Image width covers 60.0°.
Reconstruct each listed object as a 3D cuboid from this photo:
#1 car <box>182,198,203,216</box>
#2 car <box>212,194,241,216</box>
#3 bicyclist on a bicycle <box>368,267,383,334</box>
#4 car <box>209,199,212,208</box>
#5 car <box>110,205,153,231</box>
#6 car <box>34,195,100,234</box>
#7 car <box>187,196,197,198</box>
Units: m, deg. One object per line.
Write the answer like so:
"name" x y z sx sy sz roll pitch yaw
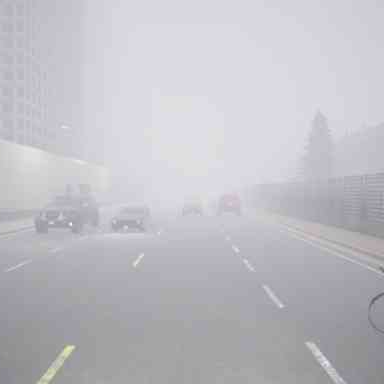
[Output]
"car" 0.044 1.593 32.813 1.895 1.301 4.718 0 0 0
"car" 3.480 1.215 32.822 2.150 2.045 5.566 0 0 1
"bicyclist on a bicycle" 3.584 1.445 5.261 1.656 1.620 0.582 -2 0 0
"car" 3.480 1.514 46.897 1.812 1.442 4.674 0 0 0
"car" -3.563 1.542 20.652 2.033 1.411 5.357 0 0 1
"car" -7.073 1.218 19.532 2.150 2.045 5.566 0 0 0
"car" -0.017 1.341 45.061 2.097 1.767 4.553 0 0 0
